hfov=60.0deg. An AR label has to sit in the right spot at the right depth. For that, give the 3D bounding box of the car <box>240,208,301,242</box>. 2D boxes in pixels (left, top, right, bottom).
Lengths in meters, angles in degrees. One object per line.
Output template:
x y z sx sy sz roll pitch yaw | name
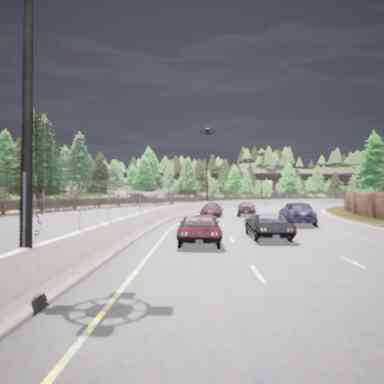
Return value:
3.884 1.753 17.299 1.895 1.301 4.718 0 0 1 | car

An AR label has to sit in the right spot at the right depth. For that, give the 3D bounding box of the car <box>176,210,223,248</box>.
0.341 1.715 15.485 1.895 1.301 4.718 0 0 1 | car

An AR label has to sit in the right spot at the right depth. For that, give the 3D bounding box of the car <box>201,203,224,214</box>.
2.131 1.826 34.428 1.994 1.385 4.181 0 0 10 | car

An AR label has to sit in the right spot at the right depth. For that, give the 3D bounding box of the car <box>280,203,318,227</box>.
7.881 1.586 25.134 2.097 1.767 4.553 0 -1 5 | car

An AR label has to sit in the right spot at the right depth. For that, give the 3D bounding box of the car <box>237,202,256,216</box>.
5.894 1.822 35.614 1.812 1.442 4.674 0 0 11 | car
